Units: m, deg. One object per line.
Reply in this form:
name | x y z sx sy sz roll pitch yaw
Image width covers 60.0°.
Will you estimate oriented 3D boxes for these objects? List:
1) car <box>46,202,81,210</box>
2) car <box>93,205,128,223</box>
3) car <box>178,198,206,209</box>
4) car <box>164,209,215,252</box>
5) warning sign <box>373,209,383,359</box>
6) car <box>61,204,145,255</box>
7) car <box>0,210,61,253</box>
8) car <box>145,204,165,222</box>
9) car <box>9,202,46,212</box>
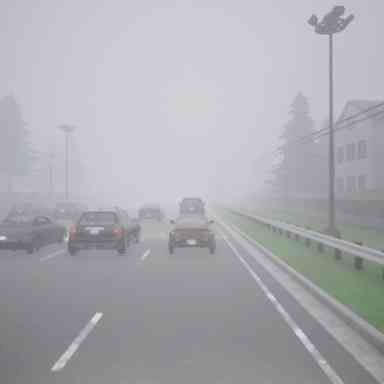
car | -10.504 1.625 29.081 2.097 1.767 4.553 0 -1 0
car | -7.004 1.876 29.102 1.895 1.301 4.718 0 0 0
car | -0.005 1.491 29.018 2.150 2.045 5.566 0 0 0
car | 0.001 1.662 14.369 1.812 1.442 4.674 0 0 0
warning sign | 3.049 1.153 3.876 1.300 1.860 1.060 0 -1 0
car | -3.501 1.484 14.084 2.097 1.767 4.553 0 -1 0
car | -6.999 1.701 14.339 1.994 1.385 4.181 0 0 0
car | -3.501 1.756 29.484 1.882 1.535 5.008 0 0 0
car | -14.004 1.625 29.081 2.097 1.767 4.553 0 -1 0
